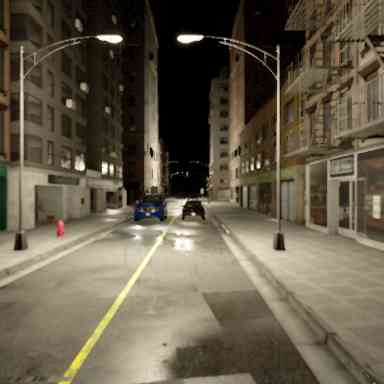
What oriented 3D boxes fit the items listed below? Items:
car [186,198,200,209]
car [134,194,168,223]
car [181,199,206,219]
[{"bbox_3d":[0.118,1.578,45.615,1.895,1.301,4.718,0,0,0],"label":"car"},{"bbox_3d":[-3.088,1.204,26.007,2.150,2.045,5.566,0,0,0],"label":"car"},{"bbox_3d":[0.110,1.485,28.335,1.837,1.490,4.892,0,0,0],"label":"car"}]
